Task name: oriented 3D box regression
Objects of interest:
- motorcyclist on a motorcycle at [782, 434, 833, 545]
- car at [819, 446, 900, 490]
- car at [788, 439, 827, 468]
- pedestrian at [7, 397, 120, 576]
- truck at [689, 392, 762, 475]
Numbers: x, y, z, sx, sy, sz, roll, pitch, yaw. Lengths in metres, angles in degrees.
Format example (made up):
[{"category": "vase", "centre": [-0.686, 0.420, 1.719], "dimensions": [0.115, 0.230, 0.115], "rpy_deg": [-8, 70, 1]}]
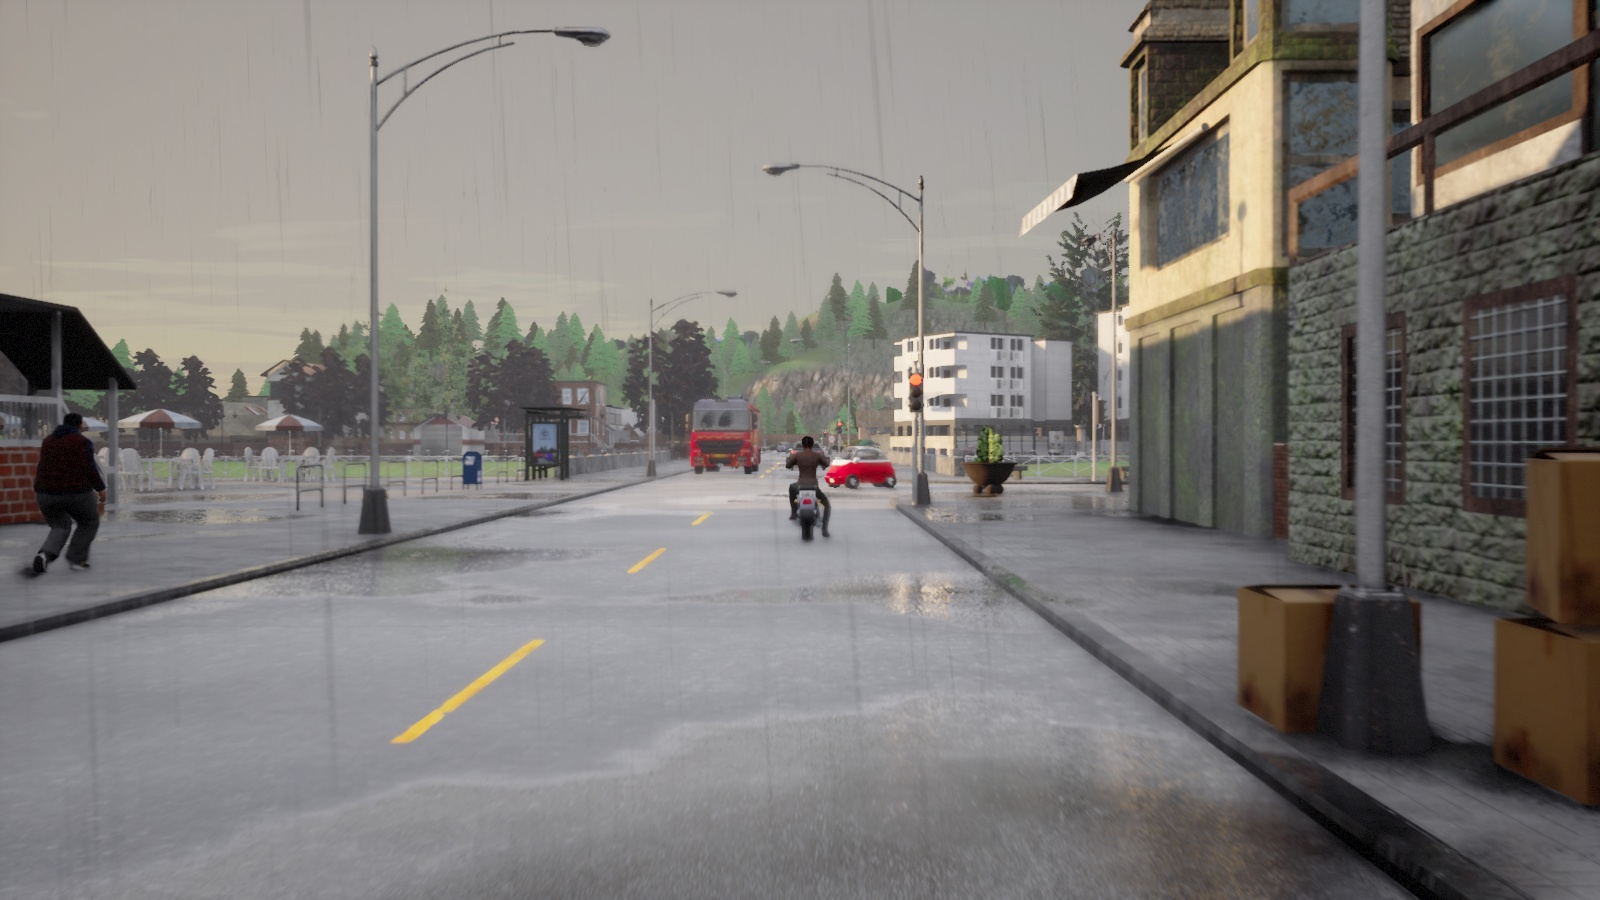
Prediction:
[{"category": "motorcyclist on a motorcycle", "centre": [0.124, 0.585, 19.866], "dimensions": [0.766, 1.649, 2.350], "rpy_deg": [0, 0, 1]}, {"category": "car", "centre": [1.931, 0.572, 40.892], "dimensions": [2.207, 1.376, 1.481], "rpy_deg": [0, 0, -27]}, {"category": "car", "centre": [0.442, 0.168, 75.130], "dimensions": [2.242, 1.667, 4.611], "rpy_deg": [0, 0, 0]}, {"category": "pedestrian", "centre": [-7.853, 0.374, 13.422], "dimensions": [0.634, 1.844, 0.899], "rpy_deg": [0, 0, 5]}, {"category": "truck", "centre": [-3.593, -0.772, 62.330], "dimensions": [2.891, 3.827, 8.468], "rpy_deg": [0, 0, 2]}]
